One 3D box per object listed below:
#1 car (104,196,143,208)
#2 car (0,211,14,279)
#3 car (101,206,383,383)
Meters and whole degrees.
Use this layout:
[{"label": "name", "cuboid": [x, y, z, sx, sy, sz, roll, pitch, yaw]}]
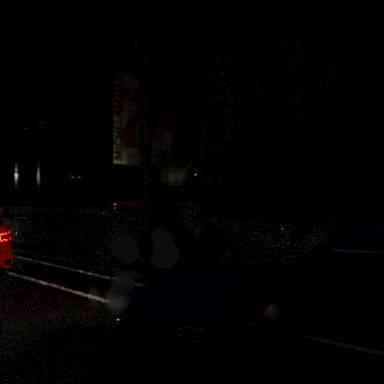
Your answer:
[{"label": "car", "cuboid": [-7.831, 1.304, 38.213, 2.097, 1.767, 4.553, 0, 0, 36]}, {"label": "car", "cuboid": [-6.782, 1.191, 8.523, 5.566, 2.045, 2.150, 0, 0, 36]}, {"label": "car", "cuboid": [1.780, 1.221, 2.420, 5.566, 2.045, 2.150, 0, 0, 35]}]
